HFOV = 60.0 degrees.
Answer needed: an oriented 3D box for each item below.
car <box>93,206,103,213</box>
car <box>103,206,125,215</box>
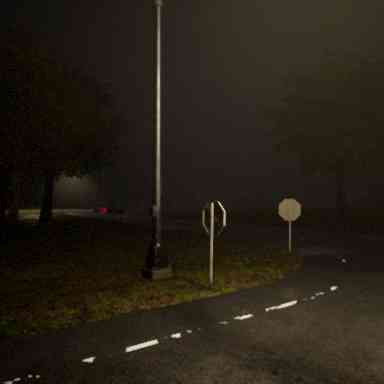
[{"bbox_3d":[-16.698,3.220,61.152,1.994,1.385,4.181,2,-2,-33],"label":"car"},{"bbox_3d":[-12.658,3.013,55.100,1.882,1.535,5.008,2,-2,-33],"label":"car"}]
